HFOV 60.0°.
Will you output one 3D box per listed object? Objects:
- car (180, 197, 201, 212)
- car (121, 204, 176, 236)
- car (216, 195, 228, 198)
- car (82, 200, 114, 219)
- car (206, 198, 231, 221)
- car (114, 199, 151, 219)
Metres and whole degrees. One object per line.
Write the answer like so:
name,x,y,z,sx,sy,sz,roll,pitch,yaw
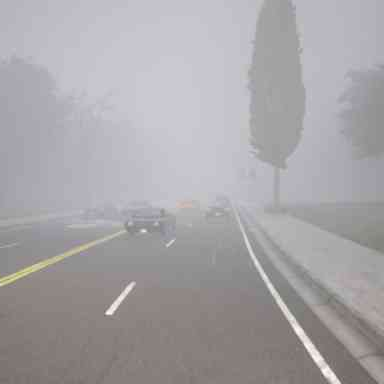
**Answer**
car,-0.092,1.332,36.196,1.882,1.535,5.008,0,0,6
car,-2.040,1.520,17.813,1.895,1.301,4.718,0,0,6
car,3.722,1.175,41.422,2.097,1.767,4.553,0,0,6
car,-7.667,1.437,28.314,1.812,1.442,4.674,0,0,6
car,2.055,1.399,25.730,1.812,1.442,4.674,0,0,6
car,-4.490,1.376,27.567,1.882,1.535,5.008,0,0,6
